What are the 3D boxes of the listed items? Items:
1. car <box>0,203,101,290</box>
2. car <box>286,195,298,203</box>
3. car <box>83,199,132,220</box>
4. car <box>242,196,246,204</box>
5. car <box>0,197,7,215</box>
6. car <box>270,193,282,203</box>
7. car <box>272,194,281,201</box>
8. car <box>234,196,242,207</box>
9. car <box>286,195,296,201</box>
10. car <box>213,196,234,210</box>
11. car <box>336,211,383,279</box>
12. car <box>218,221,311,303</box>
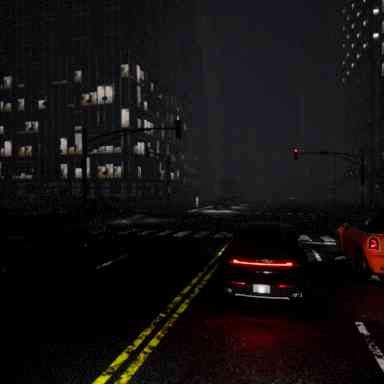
[{"bbox_3d":[-4.725,1.349,9.218,2.097,1.767,4.553,0,0,14],"label":"car"},{"bbox_3d":[20.976,1.463,69.517,2.128,1.511,4.902,0,0,14],"label":"car"},{"bbox_3d":[-7.388,1.382,27.439,5.008,1.535,1.882,1,1,16],"label":"car"},{"bbox_3d":[9.073,1.479,62.649,1.812,1.442,4.674,0,0,15],"label":"car"},{"bbox_3d":[-19.991,1.266,30.960,5.008,1.535,1.882,1,1,16],"label":"car"},{"bbox_3d":[17.808,1.157,70.269,2.150,2.045,5.566,0,0,14],"label":"car"},{"bbox_3d":[20.398,1.235,80.329,1.882,1.535,5.008,0,0,14],"label":"car"},{"bbox_3d":[6.307,1.472,52.067,1.837,1.490,4.892,0,0,14],"label":"car"},{"bbox_3d":[23.546,1.465,79.517,2.033,1.411,5.357,0,0,14],"label":"car"},{"bbox_3d":[3.943,1.501,42.880,1.812,1.442,4.674,0,0,14],"label":"car"},{"bbox_3d":[5.734,1.347,9.962,2.097,1.767,4.553,0,0,15],"label":"car"},{"bbox_3d":[1.862,1.501,8.362,1.837,1.490,4.892,0,0,14],"label":"car"}]
